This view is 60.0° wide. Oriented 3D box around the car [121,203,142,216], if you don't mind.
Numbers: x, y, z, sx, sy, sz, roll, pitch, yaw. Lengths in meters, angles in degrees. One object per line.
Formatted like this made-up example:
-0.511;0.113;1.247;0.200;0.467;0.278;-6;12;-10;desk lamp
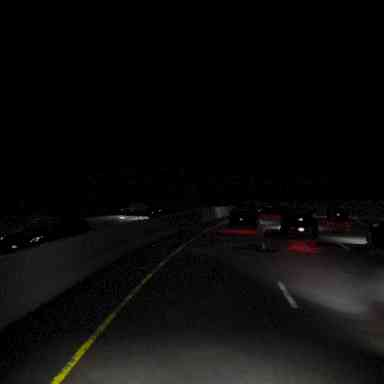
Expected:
-6.294;1.945;38.224;1.812;1.442;4.674;0;-1;22;car

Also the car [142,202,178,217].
-3.171;1.907;36.591;1.837;1.490;4.892;-1;-1;22;car

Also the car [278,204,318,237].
6.228;1.716;19.623;1.837;1.490;4.892;0;-1;13;car

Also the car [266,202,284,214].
10.508;1.966;40.859;2.128;1.511;4.902;0;-1;27;car

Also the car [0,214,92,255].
-5.795;1.650;13.812;1.812;1.442;4.674;0;-1;9;car

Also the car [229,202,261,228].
3.990;1.743;24.719;1.882;1.535;5.008;0;-1;16;car

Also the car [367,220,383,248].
8.394;1.649;12.850;1.837;1.490;4.892;0;-1;9;car

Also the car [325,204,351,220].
13.998;1.890;31.961;1.812;1.442;4.674;0;-1;22;car
